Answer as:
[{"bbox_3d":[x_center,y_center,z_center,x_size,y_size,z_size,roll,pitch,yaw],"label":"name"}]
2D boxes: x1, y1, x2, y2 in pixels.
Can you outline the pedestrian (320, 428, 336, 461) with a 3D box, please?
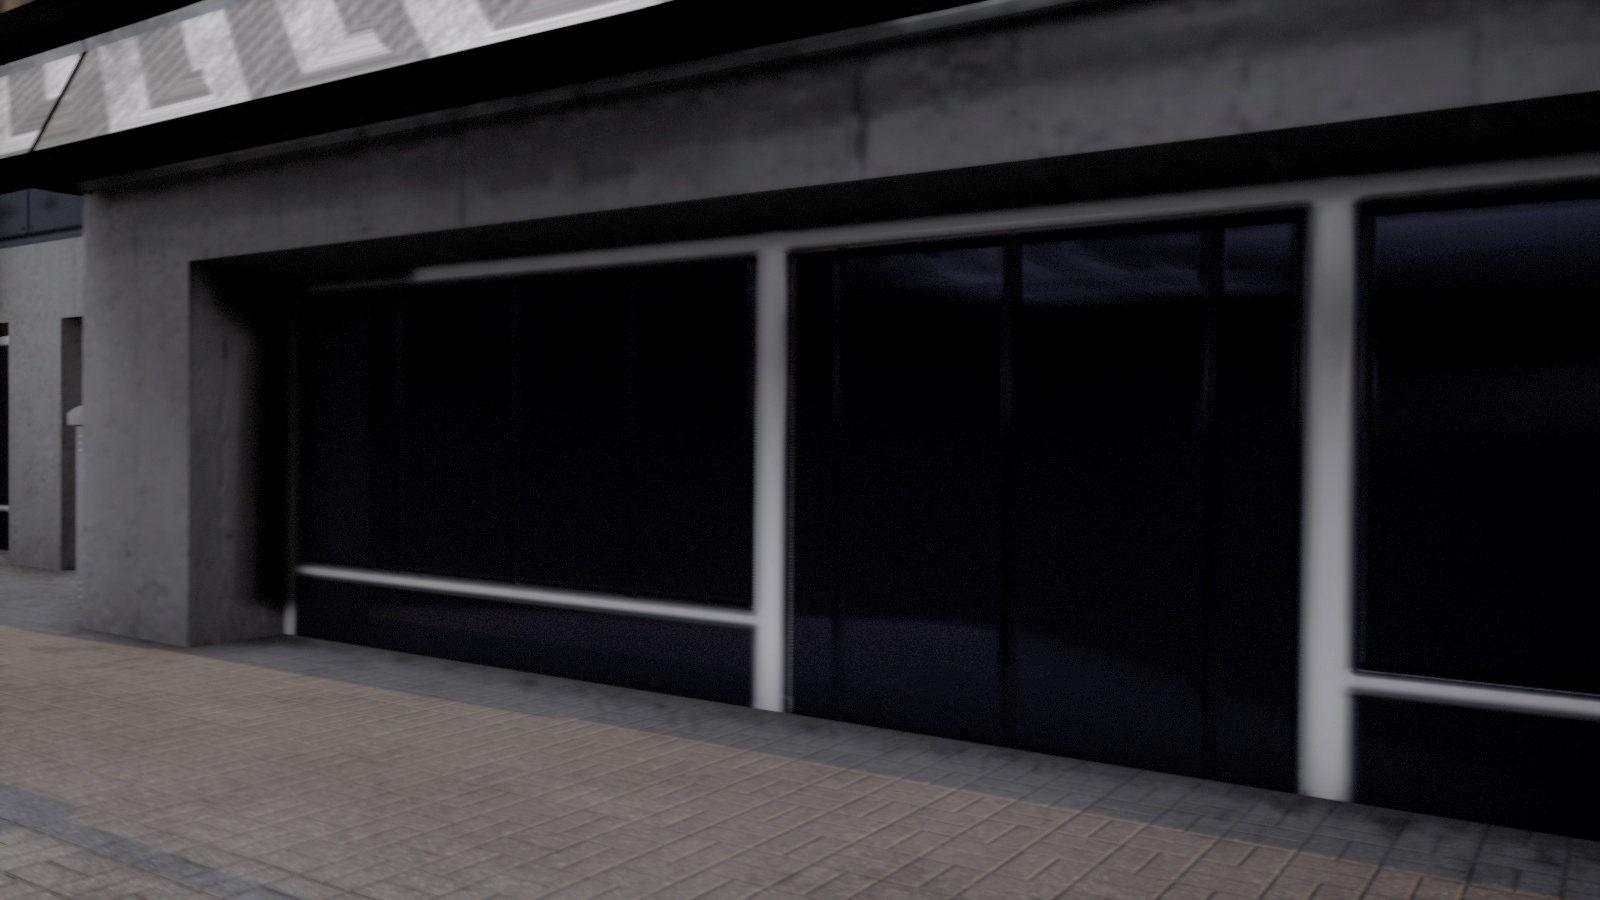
[{"bbox_3d":[-26.569,-0.291,70.651,0.376,1.854,0.720,0,1,33],"label":"pedestrian"}]
